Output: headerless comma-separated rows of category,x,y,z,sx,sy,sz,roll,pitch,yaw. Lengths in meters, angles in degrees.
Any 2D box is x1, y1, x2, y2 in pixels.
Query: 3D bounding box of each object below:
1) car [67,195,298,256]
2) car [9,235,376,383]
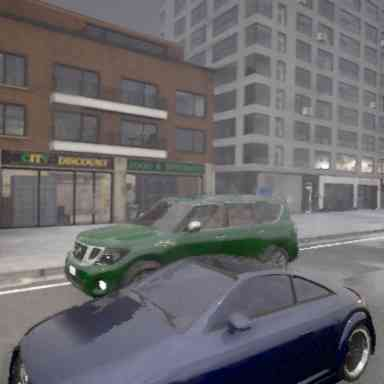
car,0.093,1.093,7.667,5.566,2.045,2.150,0,1,-35
car,0.246,1.499,3.836,4.181,1.385,1.994,0,1,-35
